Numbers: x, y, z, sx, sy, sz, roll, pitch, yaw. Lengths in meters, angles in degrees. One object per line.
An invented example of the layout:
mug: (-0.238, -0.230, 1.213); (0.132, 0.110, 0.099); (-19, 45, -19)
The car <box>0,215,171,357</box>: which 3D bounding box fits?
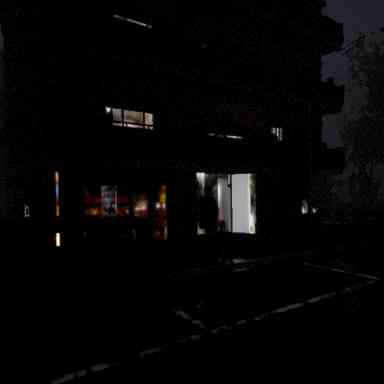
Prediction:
car: (-2.659, 1.314, 4.680); (5.009, 1.841, 2.192); (0, -1, -35)
